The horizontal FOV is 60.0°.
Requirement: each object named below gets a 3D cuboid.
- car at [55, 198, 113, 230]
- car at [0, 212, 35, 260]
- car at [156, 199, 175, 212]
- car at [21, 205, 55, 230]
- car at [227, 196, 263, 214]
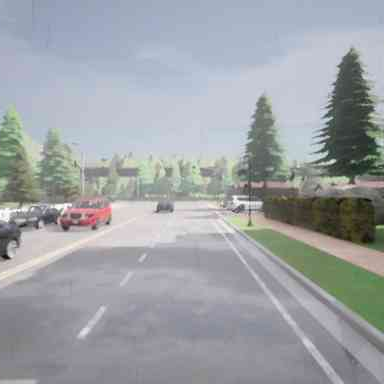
[{"bbox_3d":[-6.997,1.459,22.691,2.150,2.045,5.566,0,0,0],"label":"car"},{"bbox_3d":[-7.076,1.572,10.086,2.128,1.511,4.902,0,0,0],"label":"car"},{"bbox_3d":[-3.399,1.690,43.230,2.097,1.767,4.553,0,0,0],"label":"car"},{"bbox_3d":[-10.497,1.683,22.716,2.128,1.511,4.902,0,0,0],"label":"car"},{"bbox_3d":[6.921,1.485,39.034,5.566,2.045,2.150,0,-2,-8],"label":"car"}]
